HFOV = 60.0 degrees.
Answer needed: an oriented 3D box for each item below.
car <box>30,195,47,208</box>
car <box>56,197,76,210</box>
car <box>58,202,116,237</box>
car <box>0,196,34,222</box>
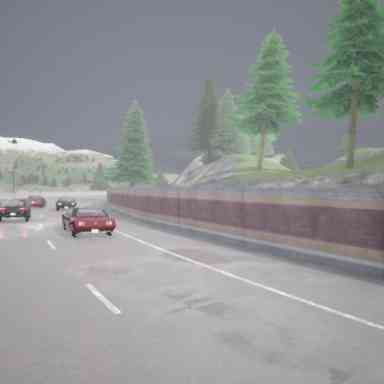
[{"bbox_3d":[-17.507,1.071,37.262,1.994,1.385,4.181,1,0,-17],"label":"car"},{"bbox_3d":[-13.070,1.187,34.769,1.895,1.301,4.718,1,0,-19],"label":"car"},{"bbox_3d":[-5.357,1.416,16.805,1.895,1.301,4.718,1,0,-28],"label":"car"},{"bbox_3d":[-12.224,1.202,23.110,1.812,1.442,4.674,1,0,-24],"label":"car"}]
